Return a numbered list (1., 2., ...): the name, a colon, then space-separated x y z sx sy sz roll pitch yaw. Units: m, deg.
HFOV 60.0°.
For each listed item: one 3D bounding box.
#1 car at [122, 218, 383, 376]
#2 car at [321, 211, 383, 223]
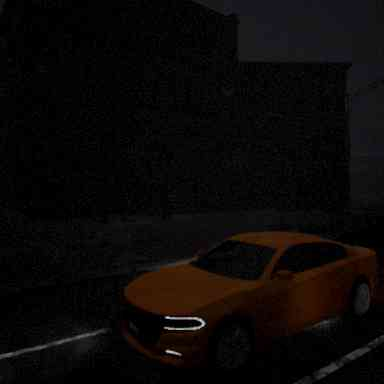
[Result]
1. car: 1.273 1.461 5.736 5.008 1.535 1.882 0 0 -36
2. car: 5.888 1.445 12.559 5.357 1.411 2.033 -1 1 -36
